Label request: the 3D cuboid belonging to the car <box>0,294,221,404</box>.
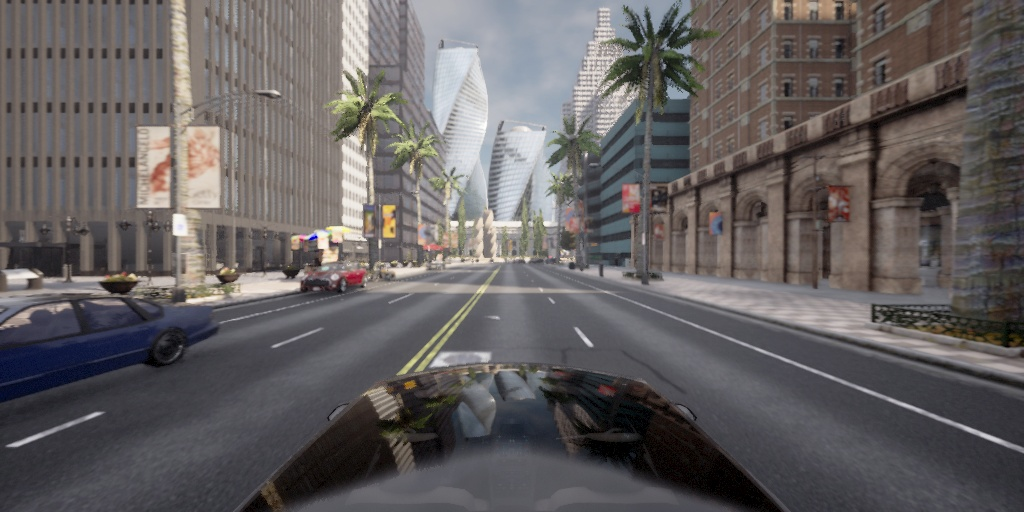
[{"bbox_3d":[-7.091,1.298,5.174,2.033,1.411,5.357,0,0,0],"label":"car"}]
